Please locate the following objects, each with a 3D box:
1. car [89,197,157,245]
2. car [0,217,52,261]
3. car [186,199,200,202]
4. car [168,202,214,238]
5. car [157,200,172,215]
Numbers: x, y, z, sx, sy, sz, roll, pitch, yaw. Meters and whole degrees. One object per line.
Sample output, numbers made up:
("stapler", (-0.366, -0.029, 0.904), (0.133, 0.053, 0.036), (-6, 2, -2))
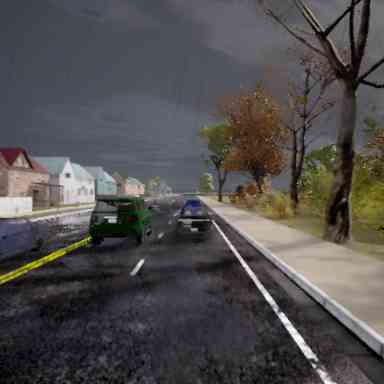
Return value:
("car", (-3.145, 1.230, 15.814), (2.150, 2.045, 5.566), (0, 0, 0))
("car", (-6.594, 1.553, 11.177), (2.033, 1.411, 5.357), (0, 0, 0))
("car", (0.110, 1.505, 36.009), (1.882, 1.535, 5.008), (0, 0, 0))
("car", (0.104, 1.501, 17.564), (2.128, 1.511, 4.902), (0, 0, 0))
("car", (-3.141, 1.517, 34.214), (2.128, 1.511, 4.902), (0, 0, 0))
